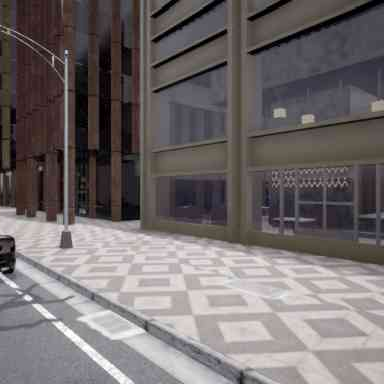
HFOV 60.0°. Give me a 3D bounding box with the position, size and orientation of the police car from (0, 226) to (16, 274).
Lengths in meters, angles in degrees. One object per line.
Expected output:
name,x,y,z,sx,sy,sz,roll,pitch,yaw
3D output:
police car,-6.705,1.425,9.787,1.930,1.638,5.238,0,0,-41
